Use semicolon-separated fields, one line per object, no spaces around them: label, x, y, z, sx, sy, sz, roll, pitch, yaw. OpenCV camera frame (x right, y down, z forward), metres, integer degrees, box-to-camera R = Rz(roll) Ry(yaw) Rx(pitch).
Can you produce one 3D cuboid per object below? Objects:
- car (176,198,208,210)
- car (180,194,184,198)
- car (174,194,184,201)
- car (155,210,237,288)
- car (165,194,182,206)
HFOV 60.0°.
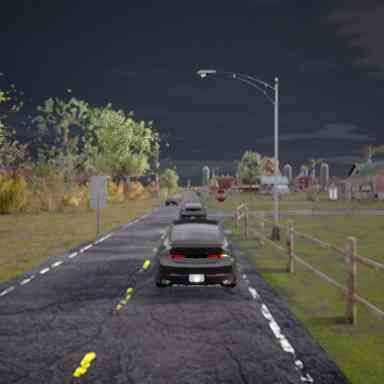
car;0.062;1.412;23.892;1.837;1.490;4.892;0;1;0
car;-2.891;1.184;63.325;1.882;1.535;5.008;0;0;1
car;-2.868;1.154;75.974;2.128;1.511;4.902;0;0;0
car;0.085;1.471;9.118;1.837;1.490;4.892;0;0;0
car;-2.914;1.389;48.765;1.895;1.301;4.718;0;0;0
